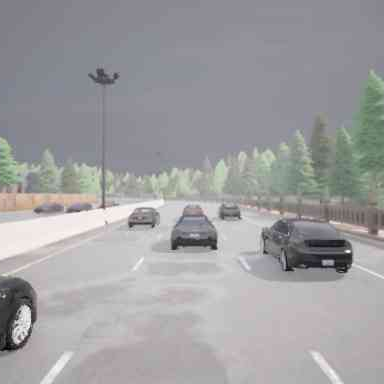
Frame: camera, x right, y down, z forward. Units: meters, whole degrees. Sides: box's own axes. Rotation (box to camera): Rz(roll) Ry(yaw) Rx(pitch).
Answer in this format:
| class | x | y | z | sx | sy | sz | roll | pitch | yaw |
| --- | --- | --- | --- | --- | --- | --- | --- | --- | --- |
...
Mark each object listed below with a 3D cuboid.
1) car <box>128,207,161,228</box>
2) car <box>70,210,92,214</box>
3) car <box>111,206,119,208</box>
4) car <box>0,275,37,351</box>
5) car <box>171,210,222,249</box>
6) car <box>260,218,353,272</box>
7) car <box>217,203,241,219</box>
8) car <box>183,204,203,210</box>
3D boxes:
| class | x | y | z | sx | sy | sz | roll | pitch | yaw |
| --- | --- | --- | --- | --- | --- | --- | --- | --- | --- |
| car | -3.409 | 1.801 | 24.314 | 2.033 | 1.411 | 5.357 | 0 | -1 | 0 |
| car | -14.100 | 1.986 | 42.288 | 2.033 | 1.411 | 5.357 | 0 | -1 | 0 |
| car | -10.601 | 1.915 | 42.163 | 1.882 | 1.535 | 5.008 | 0 | -1 | 0 |
| car | -3.402 | 1.543 | 3.420 | 1.837 | 1.490 | 4.892 | 0 | 0 | 0 |
| car | 0.094 | 1.725 | 15.356 | 1.994 | 1.385 | 4.181 | 0 | -1 | 0 |
| car | 3.595 | 1.624 | 11.200 | 1.837 | 1.490 | 4.892 | 0 | 0 | 0 |
| car | 3.586 | 1.830 | 32.414 | 2.128 | 1.511 | 4.902 | 0 | -1 | 0 |
| car | 0.086 | 1.903 | 32.596 | 1.994 | 1.385 | 4.181 | 0 | -1 | 0 |
